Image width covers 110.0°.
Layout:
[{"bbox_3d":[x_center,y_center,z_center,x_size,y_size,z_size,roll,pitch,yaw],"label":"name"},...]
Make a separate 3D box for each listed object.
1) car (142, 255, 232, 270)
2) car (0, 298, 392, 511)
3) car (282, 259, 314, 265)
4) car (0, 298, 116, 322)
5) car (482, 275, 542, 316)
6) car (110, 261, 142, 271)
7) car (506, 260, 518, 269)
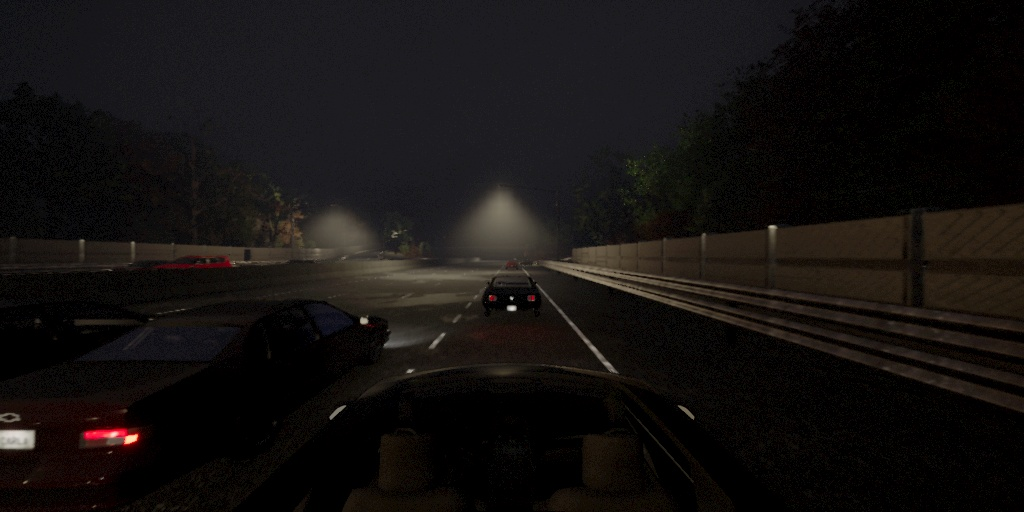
[{"bbox_3d":[-24.587,0.975,27.847,2.150,2.045,5.566,0,0,0],"label":"car"},{"bbox_3d":[-3.399,1.296,4.958,2.033,1.411,5.357,0,0,0],"label":"car"},{"bbox_3d":[-21.061,1.115,35.034,2.097,1.767,4.553,0,0,1],"label":"car"},{"bbox_3d":[-6.902,1.295,4.948,2.033,1.411,5.357,0,0,0],"label":"car"},{"bbox_3d":[-0.002,1.348,13.393,1.895,1.301,4.718,0,0,0],"label":"car"},{"bbox_3d":[-28.093,1.105,27.570,2.097,1.767,4.553,0,0,0],"label":"car"},{"bbox_3d":[-0.001,1.324,56.017,1.812,1.442,4.674,0,0,0],"label":"car"}]
